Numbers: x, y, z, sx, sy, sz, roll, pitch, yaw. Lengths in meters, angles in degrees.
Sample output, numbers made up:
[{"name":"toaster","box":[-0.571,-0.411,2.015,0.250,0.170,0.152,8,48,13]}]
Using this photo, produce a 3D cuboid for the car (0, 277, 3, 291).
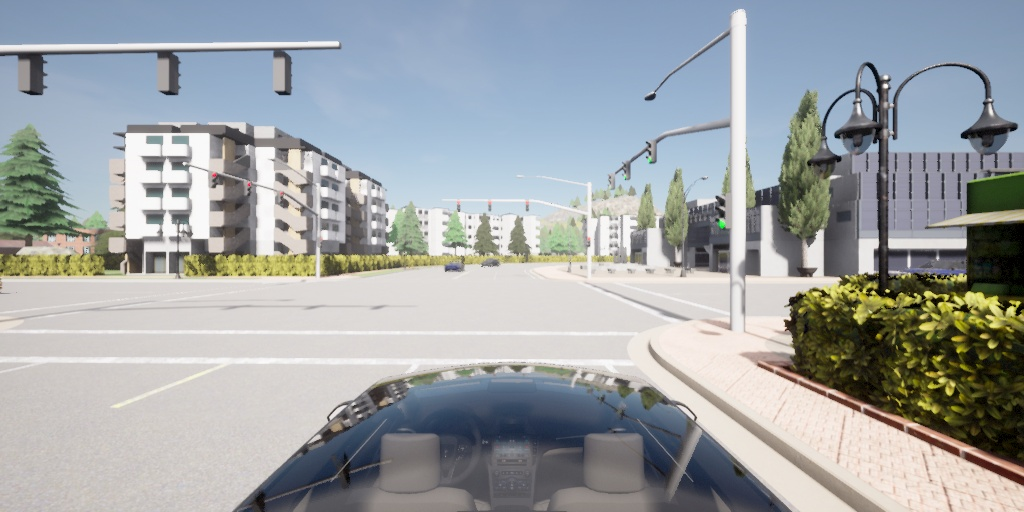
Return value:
[{"name":"car","box":[-28.587,1.216,17.823,5.008,1.535,1.882,0,0,1]}]

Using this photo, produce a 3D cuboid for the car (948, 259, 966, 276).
[{"name":"car","box":[28.173,1.089,20.079,4.553,1.767,2.097,0,0,1]}]

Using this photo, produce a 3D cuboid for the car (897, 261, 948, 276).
[{"name":"car","box":[28.284,1.087,23.576,4.553,1.767,2.097,0,0,1]}]

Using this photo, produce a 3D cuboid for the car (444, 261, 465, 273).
[{"name":"car","box":[-7.020,1.322,43.804,1.895,1.301,4.718,0,0,1]}]

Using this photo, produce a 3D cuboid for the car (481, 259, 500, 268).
[{"name":"car","box":[-3.715,1.215,61.874,1.837,1.490,4.892,0,0,22]}]
